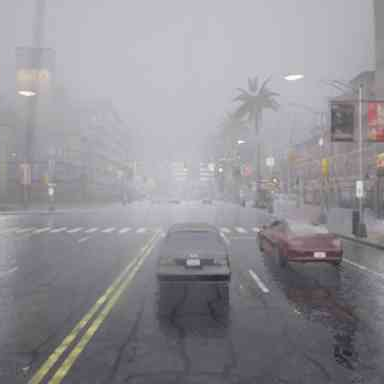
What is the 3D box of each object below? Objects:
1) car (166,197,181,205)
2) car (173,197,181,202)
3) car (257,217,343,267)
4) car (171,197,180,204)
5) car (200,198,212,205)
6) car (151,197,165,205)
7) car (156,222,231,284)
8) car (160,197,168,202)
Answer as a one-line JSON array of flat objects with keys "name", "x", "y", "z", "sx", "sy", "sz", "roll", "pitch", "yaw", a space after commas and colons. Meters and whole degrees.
[{"name": "car", "x": -3.904, "y": 1.873, "z": 70.396, "sx": 1.882, "sy": 1.535, "sz": 5.008, "roll": 0, "pitch": 0, "yaw": 0}, {"name": "car", "x": -4.019, "y": 2.002, "z": 89.641, "sx": 1.837, "sy": 1.490, "sz": 4.892, "roll": 0, "pitch": 0, "yaw": 0}, {"name": "car", "x": 3.524, "y": 1.590, "z": 11.486, "sx": 1.812, "sy": 1.442, "sz": 4.674, "roll": 0, "pitch": 0, "yaw": 0}, {"name": "car", "x": -3.958, "y": 1.970, "z": 79.591, "sx": 1.812, "sy": 1.442, "sz": 4.674, "roll": 0, "pitch": 0, "yaw": 0}, {"name": "car", "x": 3.155, "y": 1.921, "z": 70.716, "sx": 1.812, "sy": 1.442, "sz": 4.674, "roll": 0, "pitch": 0, "yaw": 0}, {"name": "car", "x": -7.401, "y": 1.916, "z": 69.867, "sx": 1.812, "sy": 1.442, "sz": 4.674, "roll": 0, "pitch": 0, "yaw": 0}, {"name": "car", "x": 0.030, "y": 1.603, "z": 9.792, "sx": 2.033, "sy": 1.411, "sz": 5.357, "roll": 0, "pitch": 0, "yaw": 0}, {"name": "car", "x": -7.518, "y": 2.096, "z": 89.287, "sx": 1.895, "sy": 1.301, "sz": 4.718, "roll": 0, "pitch": 0, "yaw": 0}]
